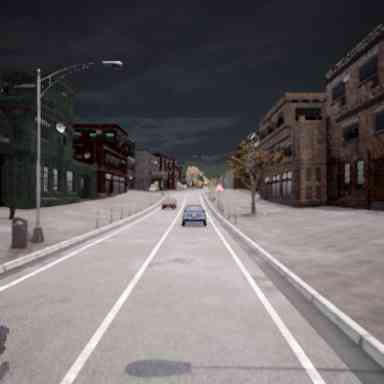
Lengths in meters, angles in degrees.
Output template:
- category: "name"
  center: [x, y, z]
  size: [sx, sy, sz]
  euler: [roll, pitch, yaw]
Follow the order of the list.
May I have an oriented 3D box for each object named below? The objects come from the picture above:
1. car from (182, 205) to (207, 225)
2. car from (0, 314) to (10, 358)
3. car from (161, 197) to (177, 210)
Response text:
- category: "car"
  center: [0.182, 1.695, 25.710]
  size: [2.033, 1.411, 5.357]
  euler: [0, 0, 0]
- category: "car"
  center: [-3.095, 1.552, 1.612]
  size: [2.033, 1.411, 5.357]
  euler: [0, 0, 0]
- category: "car"
  center: [-2.952, 1.417, 43.718]
  size: [1.882, 1.535, 5.008]
  euler: [0, 1, 0]
